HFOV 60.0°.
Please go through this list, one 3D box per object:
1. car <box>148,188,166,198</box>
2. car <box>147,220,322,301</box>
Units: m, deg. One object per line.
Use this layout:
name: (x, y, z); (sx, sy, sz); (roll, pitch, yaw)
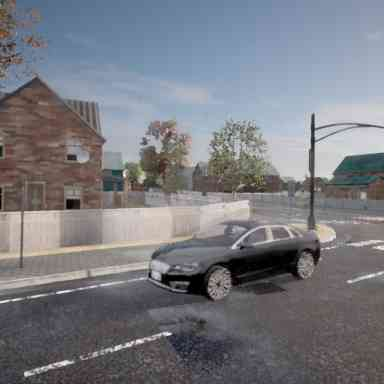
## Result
car: (-6.544, 0.334, 61.636); (2.150, 2.045, 5.566); (1, 1, -21)
car: (1.253, 1.495, 8.416); (4.902, 1.511, 2.128); (0, 0, -35)
